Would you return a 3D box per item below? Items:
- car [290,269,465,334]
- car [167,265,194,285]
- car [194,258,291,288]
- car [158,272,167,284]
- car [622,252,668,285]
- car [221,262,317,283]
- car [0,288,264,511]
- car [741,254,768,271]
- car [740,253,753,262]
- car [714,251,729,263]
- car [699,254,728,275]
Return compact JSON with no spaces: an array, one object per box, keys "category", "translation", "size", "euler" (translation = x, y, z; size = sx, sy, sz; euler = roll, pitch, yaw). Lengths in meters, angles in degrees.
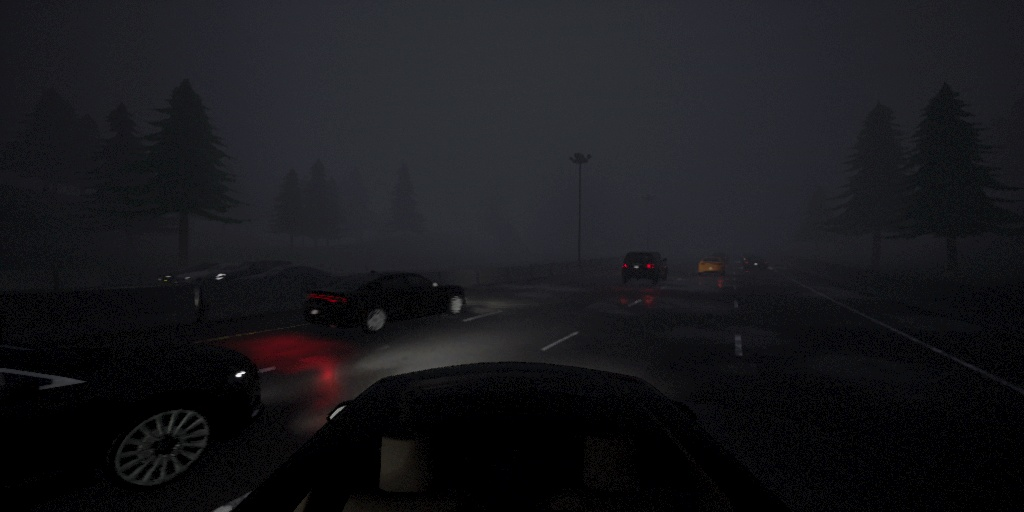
[{"category":"car","translation":[-3.444,1.183,10.704],"size":[1.882,1.535,5.008],"euler":[0,0,32]},{"category":"car","translation":[-17.378,1.175,21.830],"size":[1.812,1.442,4.674],"euler":[0,1,32]},{"category":"car","translation":[-14.359,1.009,20.057],"size":[2.097,1.767,4.553],"euler":[0,1,32]},{"category":"car","translation":[-20.200,1.144,23.922],"size":[1.837,1.490,4.892],"euler":[0,1,32]},{"category":"car","translation":[9.111,0.750,24.410],"size":[2.150,2.045,5.566],"euler":[0,1,32]},{"category":"car","translation":[-11.414,1.191,18.165],"size":[1.812,1.442,4.674],"euler":[0,1,32]},{"category":"car","translation":[-4.514,1.238,2.293],"size":[2.128,1.511,4.902],"euler":[0,0,32]},{"category":"car","translation":[25.210,0.749,37.197],"size":[1.994,1.385,4.181],"euler":[0,1,32]},{"category":"car","translation":[34.128,0.292,51.674],"size":[1.994,1.385,4.181],"euler":[0,2,32]},{"category":"car","translation":[29.008,0.196,50.035],"size":[2.097,1.767,4.553],"euler":[0,2,32]},{"category":"car","translation":[17.738,0.836,31.743],"size":[1.882,1.535,5.008],"euler":[0,1,32]}]
